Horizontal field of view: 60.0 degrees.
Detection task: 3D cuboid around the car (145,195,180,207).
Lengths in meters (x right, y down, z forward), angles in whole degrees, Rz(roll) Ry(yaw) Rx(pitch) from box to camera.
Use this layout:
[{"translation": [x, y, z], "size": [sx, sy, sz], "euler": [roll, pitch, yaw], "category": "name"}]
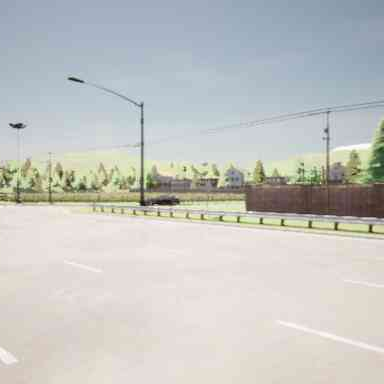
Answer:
[{"translation": [-4.103, 1.156, 44.680], "size": [5.008, 1.535, 1.882], "euler": [0, 0, -21], "category": "car"}]
